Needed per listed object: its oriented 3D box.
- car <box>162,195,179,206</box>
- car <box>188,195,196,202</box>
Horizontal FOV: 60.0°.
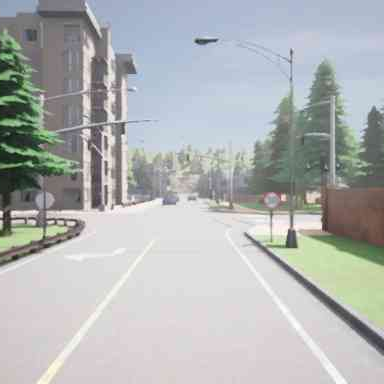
[{"bbox_3d":[-3.559,1.202,52.606,2.097,1.767,4.553,0,0,0],"label":"car"},{"bbox_3d":[0.009,1.278,68.489,2.033,1.411,5.357,0,0,0],"label":"car"}]
